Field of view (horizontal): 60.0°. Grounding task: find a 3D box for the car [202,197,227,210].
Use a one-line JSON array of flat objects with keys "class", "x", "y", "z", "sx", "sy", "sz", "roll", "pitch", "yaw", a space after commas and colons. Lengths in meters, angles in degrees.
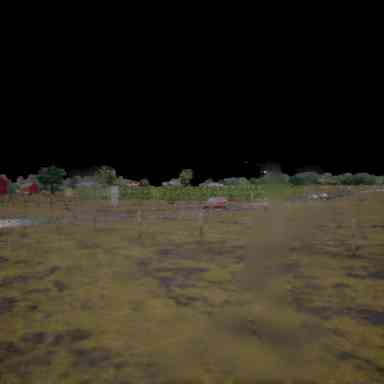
[{"class": "car", "x": 3.982, "y": 1.901, "z": 56.554, "sx": 2.150, "sy": 2.045, "sz": 5.566, "roll": -1, "pitch": -1, "yaw": 36}]
